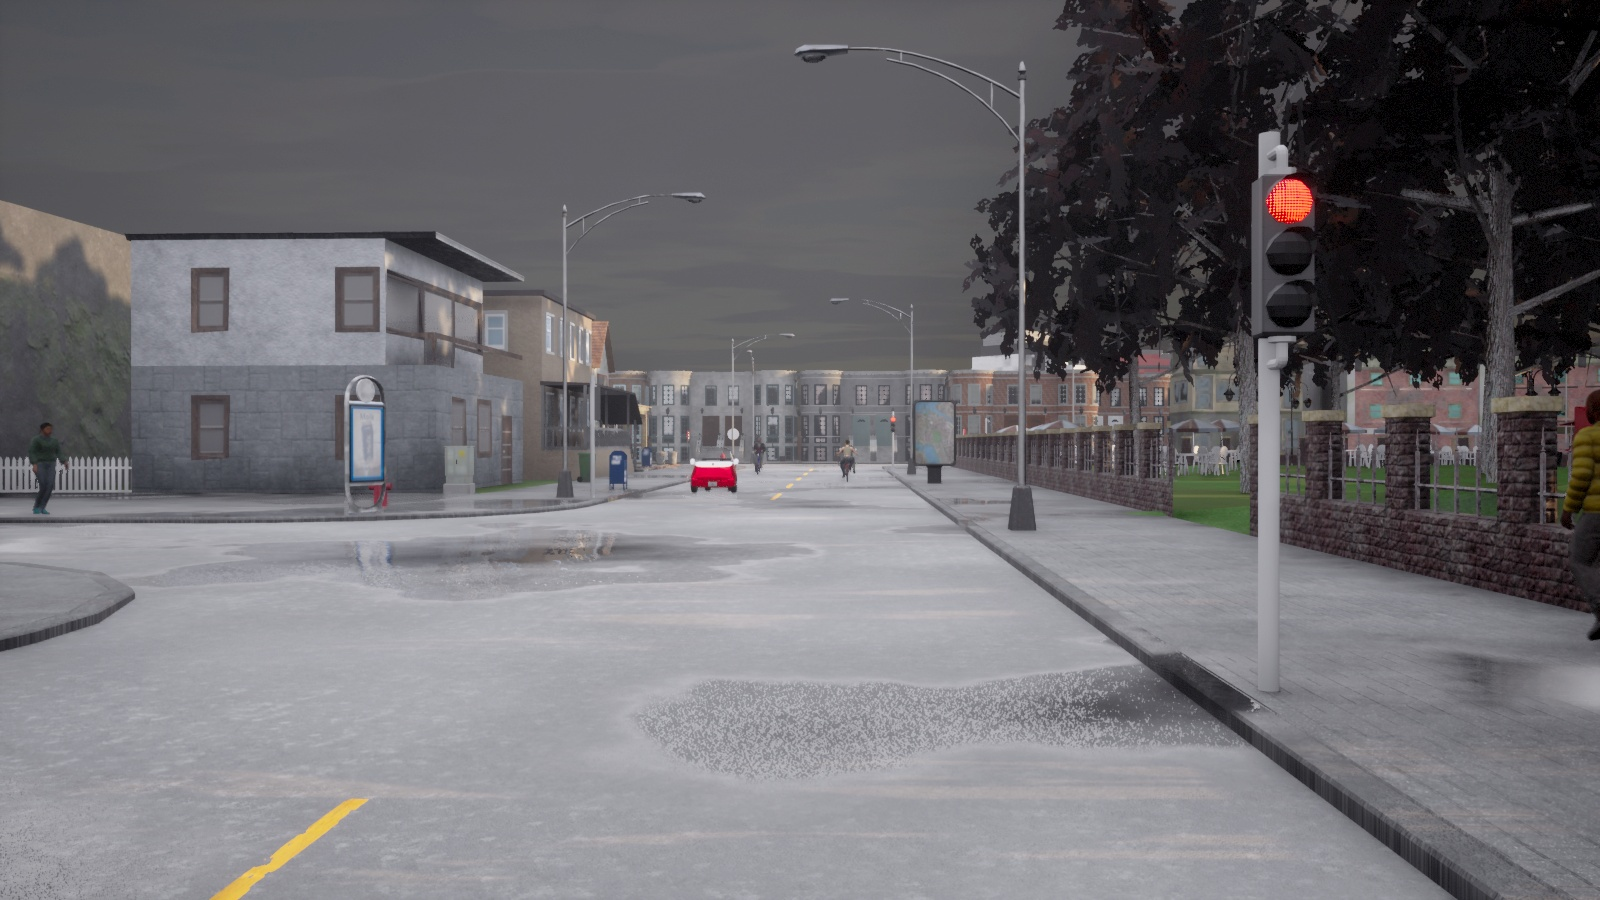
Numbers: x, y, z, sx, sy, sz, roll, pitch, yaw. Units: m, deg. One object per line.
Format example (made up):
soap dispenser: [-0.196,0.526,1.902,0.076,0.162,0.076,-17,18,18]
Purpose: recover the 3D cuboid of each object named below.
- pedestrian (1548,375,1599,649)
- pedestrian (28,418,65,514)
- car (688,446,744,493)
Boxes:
pedestrian: [5.553,0.412,8.669,0.370,1.835,0.726,0,0,3]
pedestrian: [-14.670,0.306,24.450,0.614,1.847,0.353,0,0,29]
car: [-2.562,0.582,38.474,1.481,1.376,2.207,0,0,2]
